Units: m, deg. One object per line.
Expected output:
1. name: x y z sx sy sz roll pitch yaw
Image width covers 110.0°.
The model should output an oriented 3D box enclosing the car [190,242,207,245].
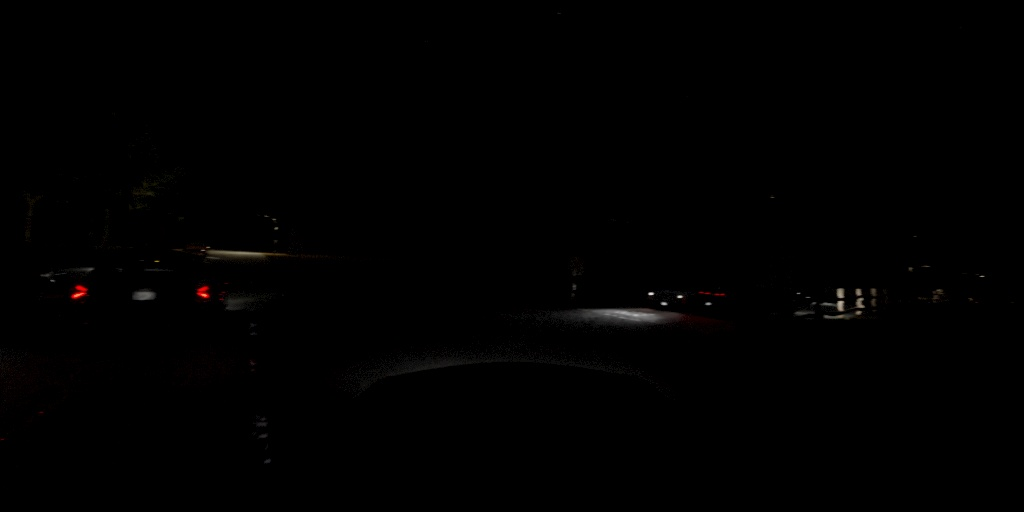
1. car: -36.484 -0.847 41.625 1.882 1.535 5.008 4 -1 -35

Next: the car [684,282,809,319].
1. car: 10.626 1.958 16.239 4.902 1.511 2.128 3 -1 -23

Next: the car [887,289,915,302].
1. car: 42.350 4.314 39.019 4.718 1.301 1.895 5 -2 -36

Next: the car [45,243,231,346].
1. car: -7.730 0.677 8.040 2.097 1.767 4.553 5 -2 -36

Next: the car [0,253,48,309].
1. car: -11.931 0.580 7.512 2.033 1.411 5.357 5 -1 -36

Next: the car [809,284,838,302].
1. car: 26.213 3.139 30.707 5.357 1.411 2.033 4 -2 -36

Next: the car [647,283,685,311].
1. car: 8.874 2.028 18.010 4.718 1.301 1.895 4 -2 -36

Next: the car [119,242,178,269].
1. car: -23.238 -0.088 23.128 1.837 1.490 4.892 4 -1 -36
